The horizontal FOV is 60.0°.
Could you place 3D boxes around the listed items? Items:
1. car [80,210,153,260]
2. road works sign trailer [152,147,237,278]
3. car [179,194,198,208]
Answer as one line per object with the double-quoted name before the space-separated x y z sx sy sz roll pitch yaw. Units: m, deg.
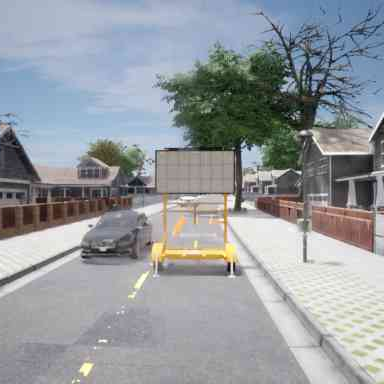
"car" -2.635 1.494 12.540 1.837 1.490 4.892 0 0 2
"road works sign trailer" 0.097 0.457 10.144 2.380 3.560 2.880 0 0 2
"car" -0.413 1.090 46.906 2.150 2.045 5.566 0 0 5
